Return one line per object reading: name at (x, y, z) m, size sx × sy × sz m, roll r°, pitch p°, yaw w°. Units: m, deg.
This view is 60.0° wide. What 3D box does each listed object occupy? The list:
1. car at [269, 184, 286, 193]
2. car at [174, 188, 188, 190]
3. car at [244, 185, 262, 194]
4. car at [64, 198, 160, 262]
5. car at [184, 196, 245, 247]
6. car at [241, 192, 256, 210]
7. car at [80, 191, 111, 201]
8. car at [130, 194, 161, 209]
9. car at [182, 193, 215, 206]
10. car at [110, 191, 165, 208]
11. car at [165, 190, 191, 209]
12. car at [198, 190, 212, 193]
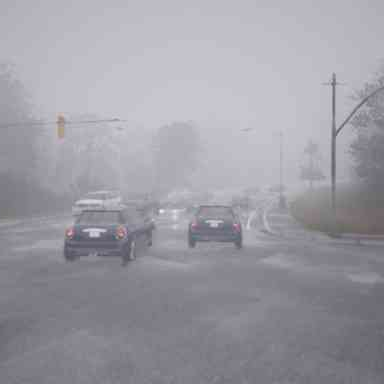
car at (14.645, -0.670, 56.704) m, size 2.128 × 1.511 × 4.902 m, roll 0°, pitch 4°, yaw 30°
car at (-1.798, 0.222, 46.767) m, size 2.097 × 1.767 × 4.553 m, roll 0°, pitch 4°, yaw 21°
car at (10.238, -0.464, 56.014) m, size 1.812 × 1.442 × 4.674 m, roll 0°, pitch 4°, yaw 29°
car at (-2.712, 1.271, 11.983) m, size 2.097 × 1.767 × 4.553 m, roll 0°, pitch 0°, yaw 5°
car at (1.110, 1.259, 14.670) m, size 2.097 × 1.767 × 4.553 m, roll 0°, pitch 0°, yaw 7°
car at (5.105, 1.030, 34.117) m, size 1.895 × 1.301 × 4.718 m, roll 0°, pitch 3°, yaw 16°
car at (-7.631, 0.952, 27.391) m, size 2.150 × 2.045 × 5.566 m, roll 0°, pitch 1°, yaw 11°
car at (-5.105, 0.964, 37.115) m, size 1.994 × 1.385 × 4.181 m, roll 0°, pitch 2°, yaw 16°
car at (0.840, 1.129, 31.713) m, size 1.994 × 1.385 × 4.181 m, roll 0°, pitch 2°, yaw 15°
car at (-4.172, 0.957, 26.820) m, size 2.150 × 2.045 × 5.566 m, roll 0°, pitch 1°, yaw 11°
car at (-1.767, 0.938, 36.062) m, size 1.812 × 1.442 × 4.674 m, roll 0°, pitch 3°, yaw 17°
car at (1.583, 0.462, 45.786) m, size 1.895 × 1.301 × 4.718 m, roll 0°, pitch 4°, yaw 21°
